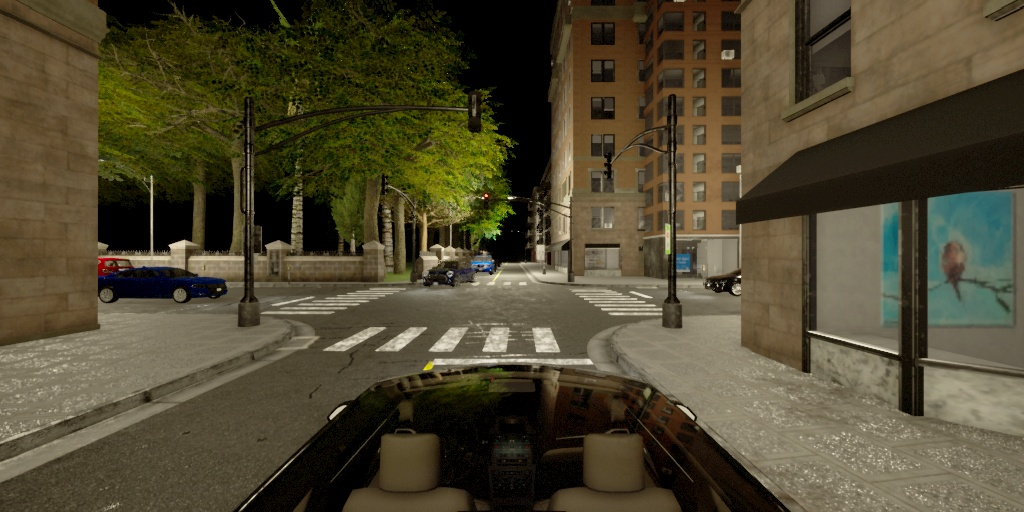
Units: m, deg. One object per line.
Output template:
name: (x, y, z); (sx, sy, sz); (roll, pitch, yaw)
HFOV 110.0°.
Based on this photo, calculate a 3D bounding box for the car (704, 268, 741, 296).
car: (12.689, 1.271, 18.705); (4.892, 1.490, 1.837); (0, 0, 1)

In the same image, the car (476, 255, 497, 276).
car: (-3.047, 0.941, 37.703); (2.150, 2.045, 5.566); (0, 0, 0)

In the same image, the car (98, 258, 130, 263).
car: (-25.923, 1.035, 21.800); (5.009, 1.841, 2.192); (0, 0, 1)

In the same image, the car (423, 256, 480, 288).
car: (-4.071, 1.095, 23.877); (2.097, 1.767, 4.553); (0, 0, 14)

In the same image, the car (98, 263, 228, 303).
car: (-15.472, 1.212, 15.883); (5.008, 1.535, 1.882); (0, 0, 0)

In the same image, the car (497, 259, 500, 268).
car: (-3.029, 1.176, 49.494); (1.882, 1.535, 5.008); (0, 0, 0)

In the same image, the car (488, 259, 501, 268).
car: (-2.986, 1.239, 61.090); (1.994, 1.385, 4.181); (0, 0, 0)
